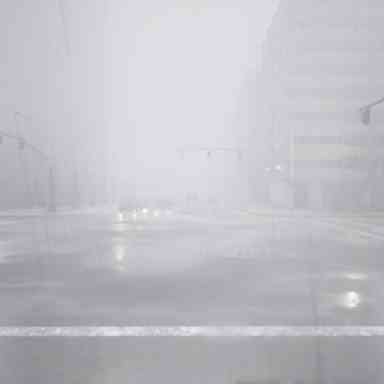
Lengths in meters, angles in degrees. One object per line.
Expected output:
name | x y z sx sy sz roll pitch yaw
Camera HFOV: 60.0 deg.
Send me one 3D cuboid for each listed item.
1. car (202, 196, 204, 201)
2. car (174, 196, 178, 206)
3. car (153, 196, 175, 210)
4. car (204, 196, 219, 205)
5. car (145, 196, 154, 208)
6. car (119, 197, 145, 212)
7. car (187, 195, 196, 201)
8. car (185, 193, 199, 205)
car | 3.428 1.551 80.600 1.895 1.301 4.718 0 0 0
car | -3.619 1.448 52.795 1.882 1.535 5.008 0 0 0
car | -3.617 1.577 43.547 1.895 1.301 4.718 0 0 0
car | 3.548 1.569 57.400 1.895 1.301 4.718 0 0 0
car | -7.131 1.574 47.866 1.895 1.301 4.718 0 0 0
car | -7.124 1.330 38.875 2.097 1.767 4.553 0 0 0
car | -0.072 1.495 80.797 2.033 1.411 5.357 0 0 0
car | 0.048 1.188 58.002 2.150 2.045 5.566 0 0 0
